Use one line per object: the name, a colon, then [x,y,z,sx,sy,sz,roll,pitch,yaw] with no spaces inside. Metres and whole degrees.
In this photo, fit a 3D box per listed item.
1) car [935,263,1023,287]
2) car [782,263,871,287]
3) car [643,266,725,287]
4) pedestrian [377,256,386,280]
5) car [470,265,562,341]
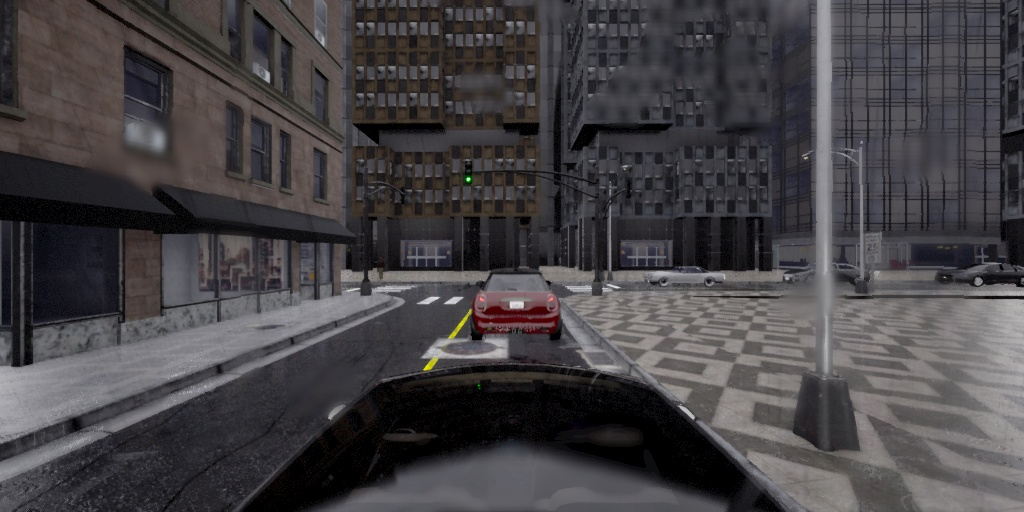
car: [30.765,1.211,23.415,4.892,1.490,1.837,0,0,1]
car: [20.539,1.211,23.534,4.902,1.511,2.128,0,0,1]
car: [11.195,1.333,23.639,4.718,1.301,1.895,0,0,1]
pedestrian: [-9.837,0.902,26.905,0.375,1.860,0.375,0,0,1]
car: [0.060,1.101,10.027,2.097,1.767,4.553,0,0,-1]
